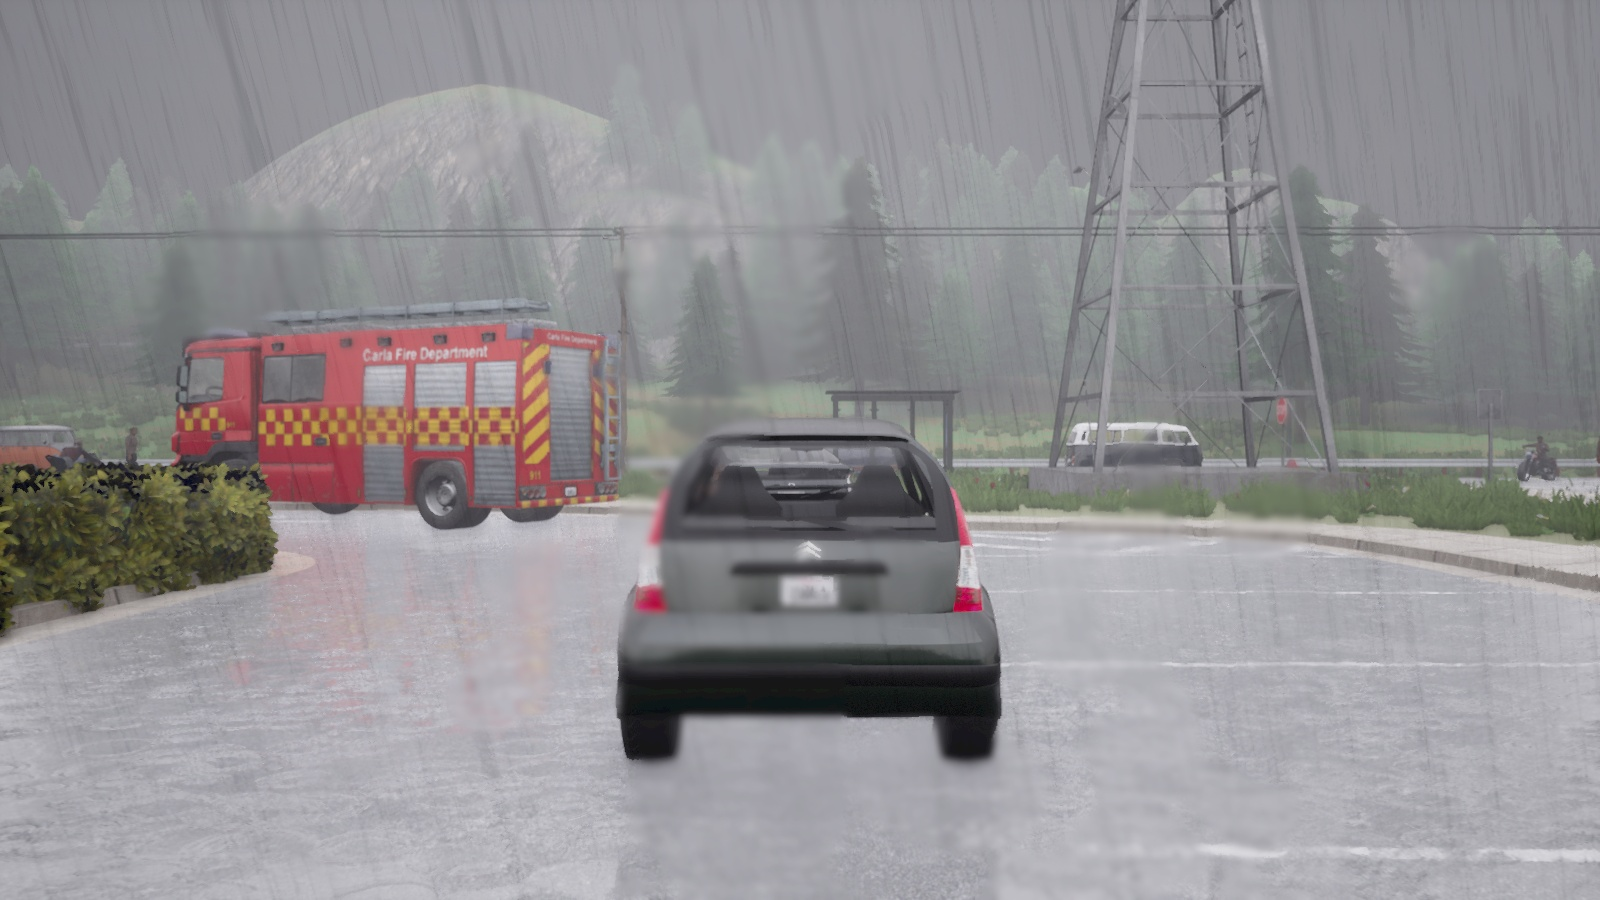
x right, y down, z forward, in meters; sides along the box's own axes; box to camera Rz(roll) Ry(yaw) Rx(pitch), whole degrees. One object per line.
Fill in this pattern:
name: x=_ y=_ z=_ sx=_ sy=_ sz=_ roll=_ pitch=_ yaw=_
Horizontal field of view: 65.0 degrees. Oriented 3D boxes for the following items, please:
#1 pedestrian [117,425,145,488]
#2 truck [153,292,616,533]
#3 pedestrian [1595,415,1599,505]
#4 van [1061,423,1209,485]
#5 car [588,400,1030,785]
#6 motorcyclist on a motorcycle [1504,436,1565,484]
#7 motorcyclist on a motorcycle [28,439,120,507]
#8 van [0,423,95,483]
pedestrian: x=-19.905 y=0.189 z=37.372 sx=0.634 sy=1.846 sz=0.331 roll=0 pitch=1 yaw=2
truck: x=-7.747 y=-0.627 z=23.101 sx=8.468 sy=3.827 sz=2.891 roll=0 pitch=1 yaw=26
pedestrian: x=16.142 y=0.196 z=25.016 sx=0.328 sy=1.805 sz=0.869 roll=0 pitch=1 yaw=20
van: x=11.255 y=0.108 z=42.432 sx=4.480 sy=2.038 sz=2.069 roll=0 pitch=1 yaw=1
car: x=0.047 y=0.581 z=7.266 sx=1.851 sy=1.617 sz=3.988 roll=0 pitch=1 yaw=0
motorcyclist on a motorcycle: x=25.685 y=0.334 z=43.899 sx=2.350 sy=1.649 sz=0.766 roll=0 pitch=2 yaw=-32
motorcyclist on a motorcycle: x=-17.025 y=0.510 z=29.510 sx=0.866 sy=1.530 sz=2.191 roll=0 pitch=1 yaw=1
van: x=-26.622 y=0.107 z=42.681 sx=4.442 sy=1.987 sz=1.775 roll=0 pitch=0 yaw=8
